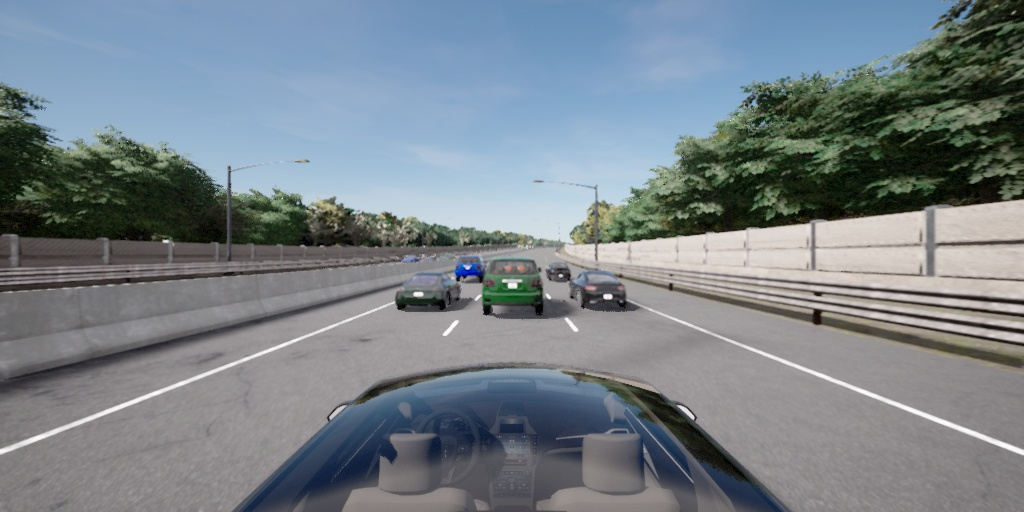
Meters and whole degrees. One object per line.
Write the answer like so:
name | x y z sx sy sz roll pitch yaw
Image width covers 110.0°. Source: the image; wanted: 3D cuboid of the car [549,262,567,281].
car | 3.829 1.238 29.960 1.837 1.490 4.892 0 1 2

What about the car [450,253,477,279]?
car | -3.202 0.960 29.187 2.150 2.045 5.566 0 1 2

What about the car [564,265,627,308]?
car | 3.589 1.325 15.527 1.812 1.442 4.674 0 0 1

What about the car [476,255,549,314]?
car | 0.061 1.027 14.250 2.150 2.045 5.566 0 0 1

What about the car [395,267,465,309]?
car | -3.415 1.365 15.233 1.994 1.385 4.181 0 0 1
